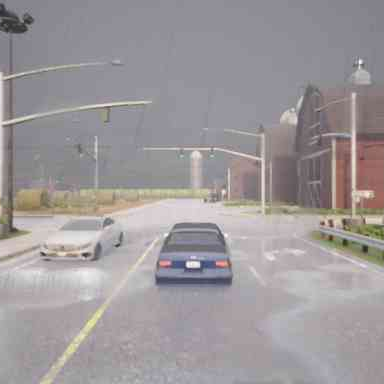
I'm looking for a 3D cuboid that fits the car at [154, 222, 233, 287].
[{"bbox_3d":[0.092,1.574,9.478,2.033,1.411,5.357,0,0,1],"label":"car"}]

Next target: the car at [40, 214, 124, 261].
[{"bbox_3d":[-3.888,1.609,12.578,1.812,1.442,4.674,0,1,3],"label":"car"}]

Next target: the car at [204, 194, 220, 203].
[{"bbox_3d":[4.373,1.347,73.290,1.905,1.878,3.866,-8,3,-42],"label":"car"}]
